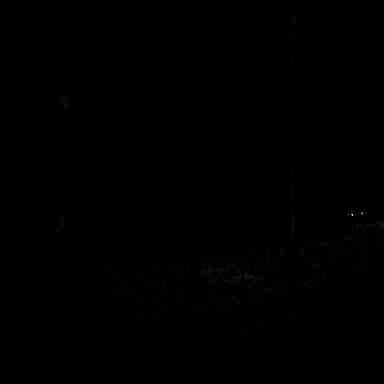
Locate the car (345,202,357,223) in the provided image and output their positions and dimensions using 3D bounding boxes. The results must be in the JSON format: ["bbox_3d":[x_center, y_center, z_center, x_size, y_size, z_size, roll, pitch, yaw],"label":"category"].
[{"bbox_3d":[9.307,1.540,24.354,1.947,1.339,4.313,0,0,-35],"label":"car"}]

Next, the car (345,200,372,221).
[{"bbox_3d":[10.845,1.209,26.575,2.150,2.045,5.566,0,0,-35],"label":"car"}]

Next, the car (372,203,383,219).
[{"bbox_3d":[15.844,1.581,29.012,1.947,1.339,4.313,0,0,-35],"label":"car"}]
